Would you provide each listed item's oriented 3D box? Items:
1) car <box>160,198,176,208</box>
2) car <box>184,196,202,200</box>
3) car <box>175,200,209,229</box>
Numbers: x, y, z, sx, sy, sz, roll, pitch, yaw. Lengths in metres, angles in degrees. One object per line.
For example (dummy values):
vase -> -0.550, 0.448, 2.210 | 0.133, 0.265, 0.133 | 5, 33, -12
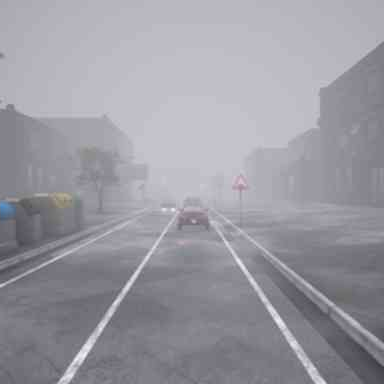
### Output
car -> -3.095, 1.438, 44.897 | 1.994, 1.385, 4.181 | 0, 0, 0
car -> 0.087, 1.249, 38.811 | 2.097, 1.767, 4.553 | 0, 0, 0
car -> 0.093, 1.465, 20.958 | 1.812, 1.442, 4.674 | 0, 0, 0
